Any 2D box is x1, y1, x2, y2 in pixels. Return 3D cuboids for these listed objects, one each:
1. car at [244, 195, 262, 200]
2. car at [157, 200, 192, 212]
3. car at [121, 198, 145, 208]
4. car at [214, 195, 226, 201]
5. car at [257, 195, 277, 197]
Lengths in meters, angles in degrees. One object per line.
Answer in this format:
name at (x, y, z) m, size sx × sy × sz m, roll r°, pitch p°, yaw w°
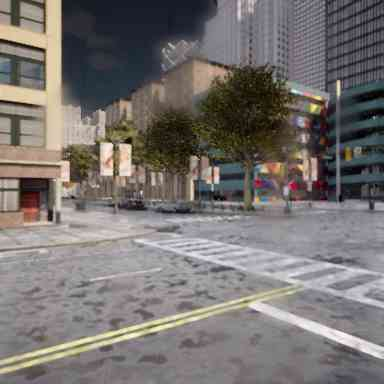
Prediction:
car at (15.794, 1.389, 86.079) m, size 1.895 × 1.301 × 4.718 m, roll 0°, pitch 0°, yaw -36°
car at (-2.028, 1.577, 37.974) m, size 1.895 × 1.301 × 4.718 m, roll 0°, pitch 0°, yaw -36°
car at (-8.348, 1.541, 46.827) m, size 1.994 × 1.385 × 4.181 m, roll 0°, pitch 0°, yaw -36°
car at (6.132, 1.353, 79.645) m, size 2.161 × 1.482 × 4.786 m, roll 0°, pitch 0°, yaw -36°
car at (16.596, 1.255, 72.145) m, size 2.002 × 1.452 × 4.674 m, roll 0°, pitch 0°, yaw -36°
